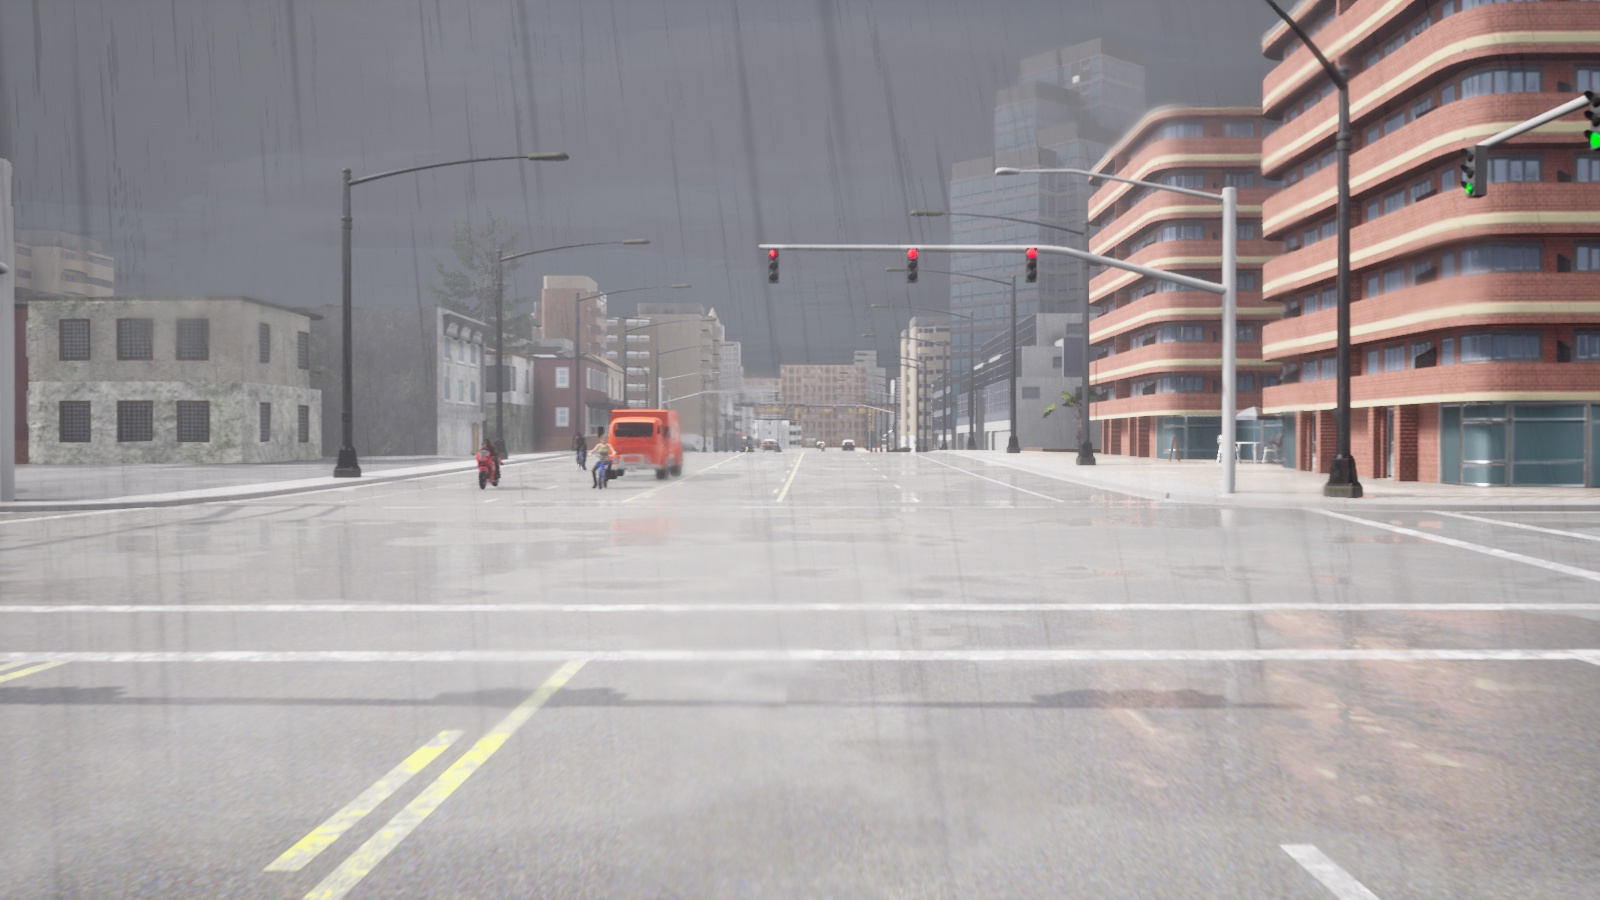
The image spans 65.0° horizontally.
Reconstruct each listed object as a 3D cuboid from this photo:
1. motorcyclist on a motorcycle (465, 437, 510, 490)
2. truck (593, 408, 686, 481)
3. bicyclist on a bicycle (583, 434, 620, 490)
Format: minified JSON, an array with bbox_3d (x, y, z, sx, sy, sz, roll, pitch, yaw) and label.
[{"bbox_3d":[-9.305,0.386,37.462,0.797,1.523,2.044,0,1,1],"label":"motorcyclist on a motorcycle"},{"bbox_3d":[-5.696,-0.235,45.333,2.627,2.467,5.204,0,1,1],"label":"truck"},{"bbox_3d":[-5.875,0.343,37.273,0.866,1.612,1.509,0,1,0],"label":"bicyclist on a bicycle"}]
